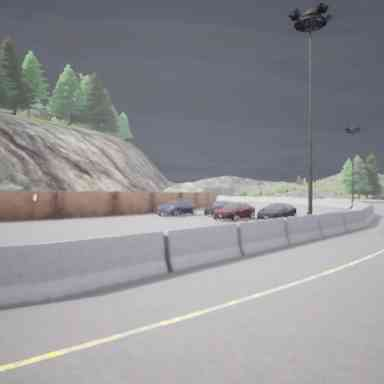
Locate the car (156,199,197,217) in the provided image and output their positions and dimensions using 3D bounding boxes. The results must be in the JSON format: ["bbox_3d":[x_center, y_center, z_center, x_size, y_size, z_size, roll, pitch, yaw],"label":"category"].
[{"bbox_3d":[-1.486,1.482,32.768,2.097,1.767,4.553,0,0,35],"label":"car"}]

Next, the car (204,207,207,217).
[{"bbox_3d":[2.977,1.619,33.065,1.882,1.535,5.008,0,0,32],"label":"car"}]

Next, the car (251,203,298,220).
[{"bbox_3d":[6.854,1.602,26.415,1.882,1.535,5.008,0,0,35],"label":"car"}]

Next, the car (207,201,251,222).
[{"bbox_3d":[3.647,1.600,27.921,1.882,1.535,5.008,0,0,35],"label":"car"}]
